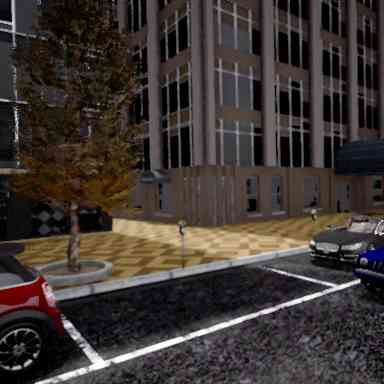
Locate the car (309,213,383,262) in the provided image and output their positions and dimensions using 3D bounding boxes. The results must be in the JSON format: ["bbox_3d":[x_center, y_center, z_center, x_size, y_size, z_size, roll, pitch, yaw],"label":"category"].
[{"bbox_3d":[5.482,1.371,10.424,4.403,1.369,2.008,-1,0,-35],"label":"car"}]

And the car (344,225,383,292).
[{"bbox_3d":[5.630,1.450,7.348,4.718,1.301,1.895,-1,1,-35],"label":"car"}]

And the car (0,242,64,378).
[{"bbox_3d":[-3.802,1.453,3.865,4.097,1.590,1.967,-1,0,-35],"label":"car"}]
